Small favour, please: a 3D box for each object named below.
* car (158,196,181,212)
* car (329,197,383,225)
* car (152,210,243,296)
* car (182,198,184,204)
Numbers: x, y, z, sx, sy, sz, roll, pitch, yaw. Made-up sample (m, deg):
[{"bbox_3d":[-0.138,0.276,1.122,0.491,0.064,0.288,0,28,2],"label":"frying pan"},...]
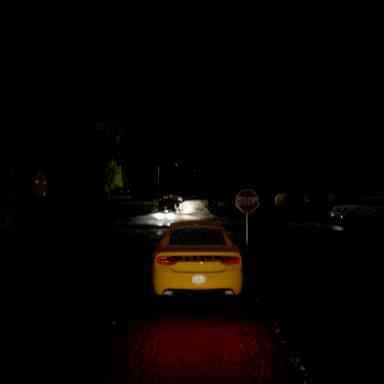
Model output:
[{"bbox_3d":[-2.800,1.465,38.182,2.128,1.511,4.902,0,0,1],"label":"car"},{"bbox_3d":[13.145,1.362,24.644,5.566,2.045,2.150,1,-1,-2],"label":"car"},{"bbox_3d":[0.081,1.473,8.664,1.882,1.535,5.008,0,0,-1],"label":"car"},{"bbox_3d":[-2.670,1.478,61.055,1.812,1.442,4.674,0,0,1],"label":"car"}]
